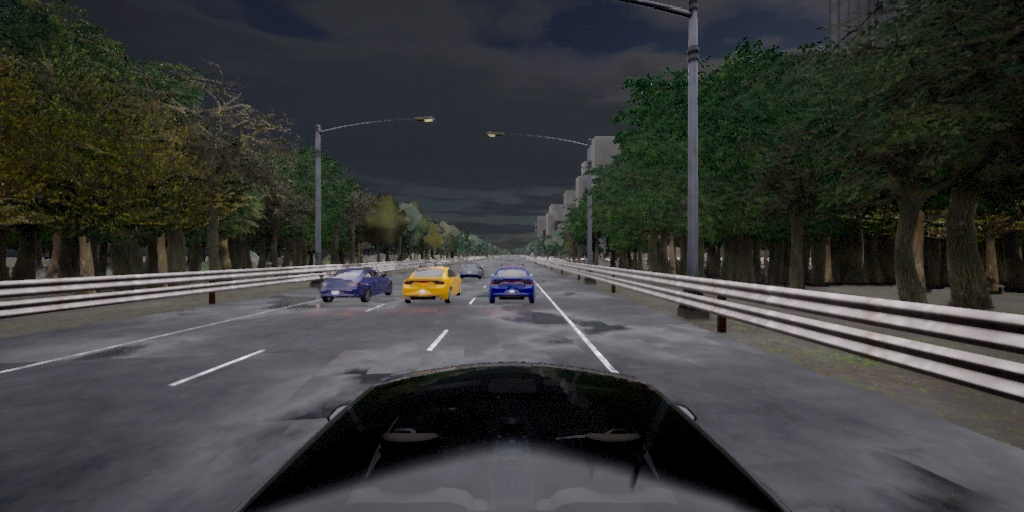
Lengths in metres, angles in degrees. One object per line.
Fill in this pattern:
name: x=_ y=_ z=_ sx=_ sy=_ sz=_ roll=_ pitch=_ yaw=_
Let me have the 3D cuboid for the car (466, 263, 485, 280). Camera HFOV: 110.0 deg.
car: x=-3.500 y=1.304 z=31.500 sx=1.994 sy=1.385 sz=4.181 roll=0 pitch=0 yaw=0

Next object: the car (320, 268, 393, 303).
car: x=-7.000 y=1.277 z=16.500 sx=1.812 sy=1.442 sz=4.674 roll=0 pitch=0 yaw=0

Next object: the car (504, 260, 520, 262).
car: x=0.000 y=1.097 z=31.469 sx=2.097 sy=1.767 sz=4.553 roll=0 pitch=0 yaw=0

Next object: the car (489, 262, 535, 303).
car: x=0.000 y=1.229 z=16.500 sx=1.882 sy=1.535 sz=5.008 roll=0 pitch=0 yaw=0

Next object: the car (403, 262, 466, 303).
car: x=-3.500 y=1.229 z=16.500 sx=1.882 sy=1.535 sz=5.008 roll=0 pitch=0 yaw=0
